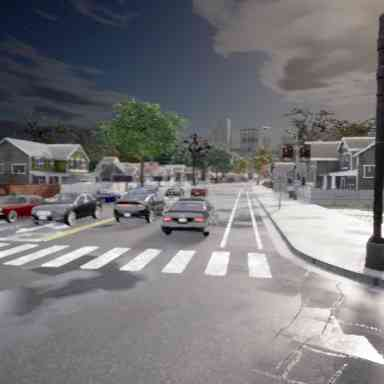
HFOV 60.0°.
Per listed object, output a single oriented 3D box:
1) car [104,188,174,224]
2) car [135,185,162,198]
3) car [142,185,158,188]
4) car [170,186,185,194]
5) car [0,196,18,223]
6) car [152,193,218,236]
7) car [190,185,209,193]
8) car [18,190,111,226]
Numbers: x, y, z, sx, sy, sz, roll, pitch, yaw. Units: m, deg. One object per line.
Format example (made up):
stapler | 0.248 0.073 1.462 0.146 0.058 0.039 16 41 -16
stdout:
car | -2.686 0.784 18.191 2.128 1.511 4.902 1 2 9
car | -5.528 -0.158 43.022 2.128 1.511 4.902 1 2 9
car | -4.471 0.359 28.947 1.882 1.535 5.008 1 2 9
car | -2.169 -0.080 43.459 1.994 1.385 4.181 1 2 9
car | -9.461 0.847 18.221 1.895 1.301 4.718 1 2 11
car | 0.052 0.988 14.685 2.033 1.411 5.357 1 2 9
car | 1.016 -0.082 41.724 1.882 1.535 5.008 1 2 9
car | -6.314 0.792 17.310 2.128 1.511 4.902 1 2 9
